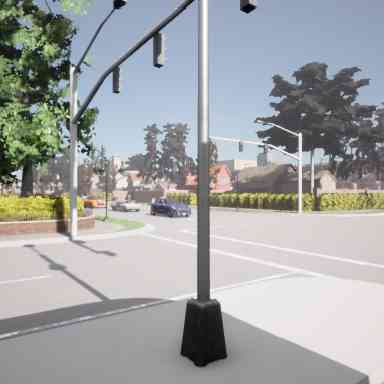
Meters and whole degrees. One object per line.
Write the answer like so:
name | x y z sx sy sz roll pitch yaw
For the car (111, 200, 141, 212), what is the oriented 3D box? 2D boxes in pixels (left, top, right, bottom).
car | -7.745 1.601 38.770 1.895 1.301 4.718 0 0 -36

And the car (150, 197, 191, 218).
car | -2.005 1.352 30.831 2.097 1.767 4.553 0 0 -36

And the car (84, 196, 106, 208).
car | -13.631 1.352 46.913 2.097 1.767 4.553 0 0 -36
